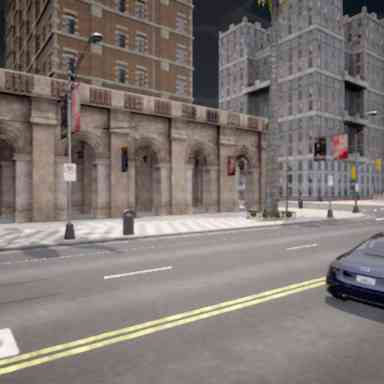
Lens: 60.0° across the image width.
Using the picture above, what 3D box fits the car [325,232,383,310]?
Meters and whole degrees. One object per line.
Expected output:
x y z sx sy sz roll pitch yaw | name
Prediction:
4.758 1.554 7.139 4.181 1.385 1.994 0 0 -35 | car
